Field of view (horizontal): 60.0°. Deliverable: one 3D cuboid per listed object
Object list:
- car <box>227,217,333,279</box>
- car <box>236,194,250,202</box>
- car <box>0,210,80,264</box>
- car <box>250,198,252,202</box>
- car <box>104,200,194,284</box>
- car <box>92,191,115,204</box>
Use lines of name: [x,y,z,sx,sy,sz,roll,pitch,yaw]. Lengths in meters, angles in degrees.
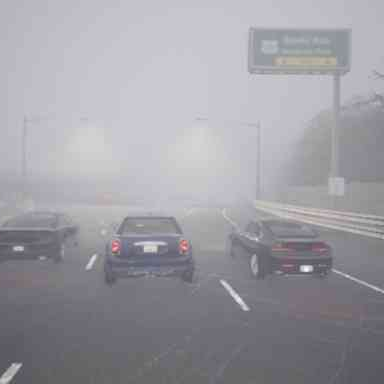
car: [2.365,1.505,10.065,1.837,1.490,4.892,1,0,-7]
car: [11.808,1.460,79.556,2.150,2.045,5.566,1,-1,17]
car: [-5.111,1.360,11.410,1.882,1.535,5.008,1,0,-10]
car: [14.843,1.826,89.414,2.097,1.767,4.553,1,-2,18]
car: [-1.284,1.298,9.631,2.097,1.767,4.553,1,0,-9]
car: [-13.733,0.825,51.441,2.150,2.045,5.566,1,0,-33]
